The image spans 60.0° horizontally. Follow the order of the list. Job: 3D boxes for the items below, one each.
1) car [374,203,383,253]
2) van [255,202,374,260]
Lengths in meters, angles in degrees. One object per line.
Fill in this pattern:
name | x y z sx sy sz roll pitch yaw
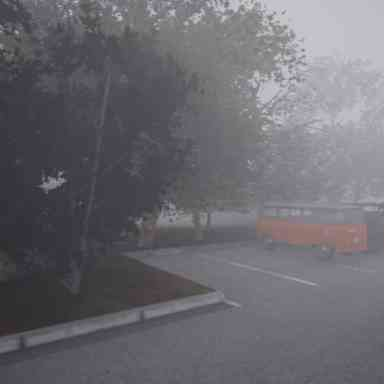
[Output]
car | 6.912 1.470 15.036 2.435 2.045 5.566 2 -1 -36
van | 4.507 1.431 13.428 1.878 1.987 4.442 2 -1 -36
